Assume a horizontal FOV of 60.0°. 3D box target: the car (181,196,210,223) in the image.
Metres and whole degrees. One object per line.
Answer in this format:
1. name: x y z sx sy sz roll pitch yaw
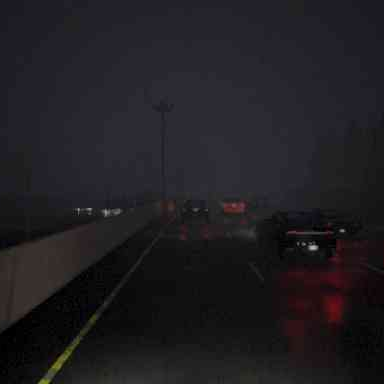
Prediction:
1. car: 0.256 1.274 25.134 2.097 1.767 4.553 0 0 0

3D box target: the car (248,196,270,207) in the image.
1. car: 7.335 1.247 37.260 2.097 1.767 4.553 0 0 0

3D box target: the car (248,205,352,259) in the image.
1. car: 3.676 1.457 12.469 2.128 1.511 4.902 0 0 0

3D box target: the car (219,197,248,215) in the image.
1. car: 3.801 1.257 32.224 2.097 1.767 4.553 0 0 0

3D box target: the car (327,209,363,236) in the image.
1. car: 7.209 1.554 18.086 1.895 1.301 4.718 0 0 0

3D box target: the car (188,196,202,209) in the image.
1. car: 0.380 1.367 44.478 1.837 1.490 4.892 0 0 0
